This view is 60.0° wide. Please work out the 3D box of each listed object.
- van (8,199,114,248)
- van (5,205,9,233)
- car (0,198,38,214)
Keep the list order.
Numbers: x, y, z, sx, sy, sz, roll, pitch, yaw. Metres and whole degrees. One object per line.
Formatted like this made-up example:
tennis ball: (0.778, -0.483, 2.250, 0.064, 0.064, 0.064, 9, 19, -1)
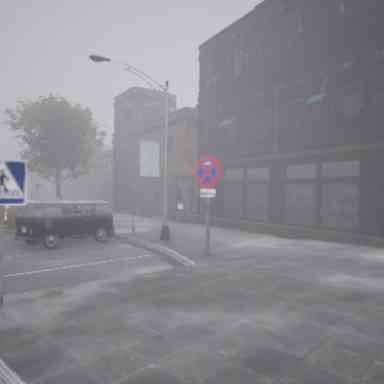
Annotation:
van: (-5.551, 1.352, 15.240, 1.878, 1.987, 4.442, 0, -1, 35)
van: (-7.255, 1.357, 17.711, 1.878, 1.987, 4.442, 0, -1, 35)
car: (-19.165, 1.424, 34.966, 2.231, 1.521, 4.892, 2, 0, 36)
